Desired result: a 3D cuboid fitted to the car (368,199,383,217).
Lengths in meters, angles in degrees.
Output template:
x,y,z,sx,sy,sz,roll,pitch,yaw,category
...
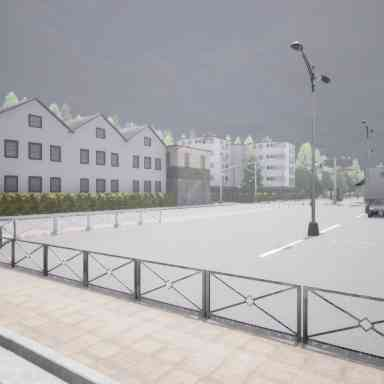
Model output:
x,y,z,sx,sy,sz,roll,pitch,yaw,category
15.443,1.298,26.791,2.007,1.523,4.514,0,0,35,car
